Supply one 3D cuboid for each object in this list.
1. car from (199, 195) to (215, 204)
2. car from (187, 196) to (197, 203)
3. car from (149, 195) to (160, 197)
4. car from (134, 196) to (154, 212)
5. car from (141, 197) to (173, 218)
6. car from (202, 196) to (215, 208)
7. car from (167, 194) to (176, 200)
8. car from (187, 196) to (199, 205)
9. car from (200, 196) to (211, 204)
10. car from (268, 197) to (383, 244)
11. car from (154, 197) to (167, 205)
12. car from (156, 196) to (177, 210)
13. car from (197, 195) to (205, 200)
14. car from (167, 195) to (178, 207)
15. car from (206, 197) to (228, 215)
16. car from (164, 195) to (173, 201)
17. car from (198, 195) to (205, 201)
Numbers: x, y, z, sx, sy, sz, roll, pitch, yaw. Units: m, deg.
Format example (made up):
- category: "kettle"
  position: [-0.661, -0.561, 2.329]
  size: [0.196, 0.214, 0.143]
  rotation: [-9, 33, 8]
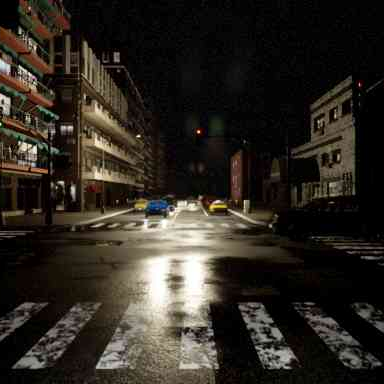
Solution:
- category: "car"
  position: [2.642, 1.351, 50.420]
  size: [2.192, 1.841, 5.009]
  rotation: [0, 0, 0]
- category: "car"
  position: [-0.026, 1.613, 70.617]
  size: [2.033, 1.411, 5.357]
  rotation: [0, 0, 0]
- category: "car"
  position: [-5.739, 1.351, 50.410]
  size: [2.192, 1.841, 5.009]
  rotation: [0, 0, 0]
- category: "car"
  position: [-5.728, 1.549, 39.161]
  size: [1.752, 1.417, 4.829]
  rotation: [0, 0, 0]
- category: "car"
  position: [-3.131, 1.493, 30.662]
  size: [1.882, 1.535, 5.008]
  rotation: [0, 0, 0]
- category: "car"
  position: [2.647, 1.611, 44.880]
  size: [1.802, 1.307, 4.206]
  rotation: [0, 0, 0]
- category: "car"
  position: [-5.785, 1.434, 94.725]
  size: [2.192, 1.841, 5.009]
  rotation: [0, 0, 0]
- category: "car"
  position: [0.036, 1.651, 60.408]
  size: [1.895, 1.301, 4.718]
  rotation: [0, 0, 0]
- category: "car"
  position: [2.624, 1.612, 67.037]
  size: [2.008, 1.369, 4.403]
  rotation: [0, 0, 0]
- category: "car"
  position: [6.492, 1.258, 15.682]
  size: [5.566, 2.045, 2.150]
  rotation: [0, 0, 0]
- category: "car"
  position: [-5.751, 1.603, 61.488]
  size: [2.008, 1.369, 4.403]
  rotation: [0, 0, 0]
- category: "car"
  position: [-3.123, 1.550, 39.940]
  size: [1.812, 1.442, 4.674]
  rotation: [0, 0, 0]
- category: "car"
  position: [2.594, 1.670, 94.733]
  size: [2.008, 1.369, 4.403]
  rotation: [0, 0, 0]
- category: "car"
  position: [-3.126, 1.541, 50.008]
  size: [1.837, 1.490, 4.892]
  rotation: [0, 0, 0]
- category: "car"
  position: [2.658, 1.544, 33.972]
  size: [1.752, 1.417, 4.829]
  rotation: [0, 0, 0]
- category: "car"
  position: [-5.774, 1.534, 83.645]
  size: [1.967, 1.590, 4.097]
  rotation: [0, 0, 0]
- category: "car"
  position: [2.600, 1.632, 89.364]
  size: [1.752, 1.417, 4.829]
  rotation: [0, 0, 0]
